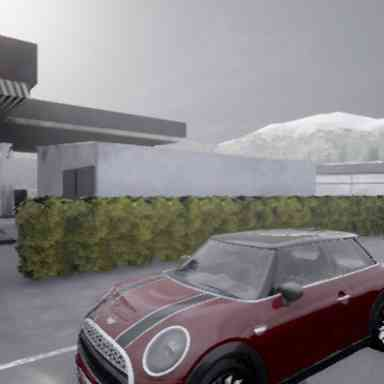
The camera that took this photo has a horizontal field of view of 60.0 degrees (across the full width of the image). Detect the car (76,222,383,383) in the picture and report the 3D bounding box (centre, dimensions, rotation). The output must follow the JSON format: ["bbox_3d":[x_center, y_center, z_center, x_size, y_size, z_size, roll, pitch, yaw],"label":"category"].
[{"bbox_3d":[0.848,1.364,4.590,4.553,1.767,2.097,0,0,-36],"label":"car"}]
